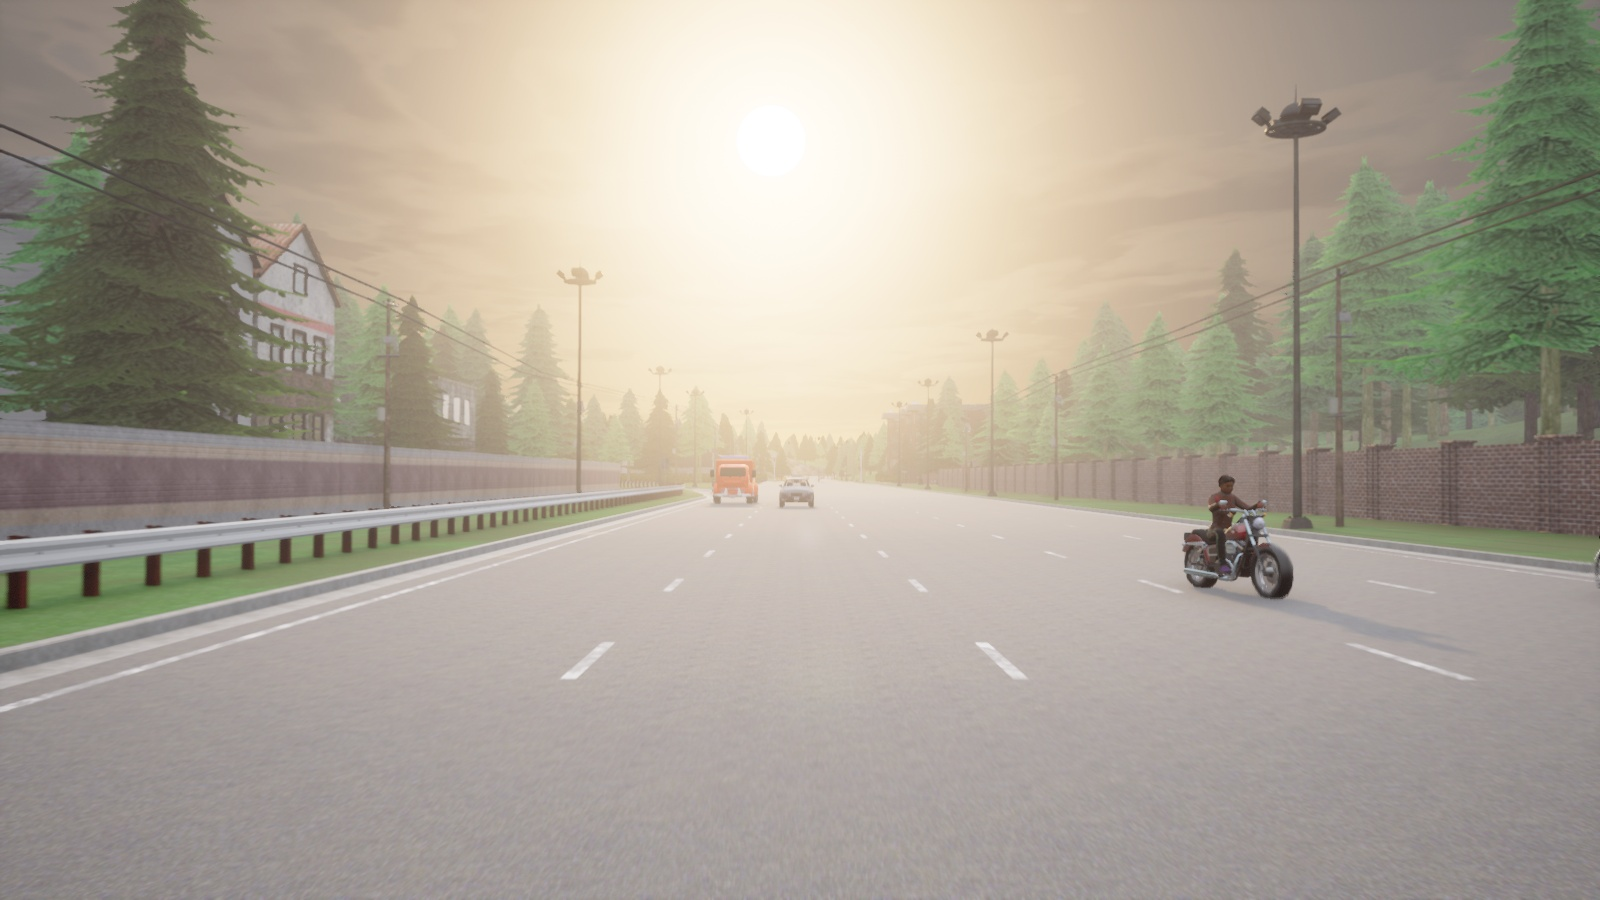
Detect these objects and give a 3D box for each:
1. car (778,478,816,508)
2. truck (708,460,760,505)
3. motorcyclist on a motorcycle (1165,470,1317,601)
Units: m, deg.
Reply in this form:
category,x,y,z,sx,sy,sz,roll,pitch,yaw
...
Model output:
category,x,y,z,sx,sy,sz,roll,pitch,yaw
car,-0.158,2.148,63.150,1.816,1.474,4.193,0,-1,0
truck,-3.680,1.831,71.070,2.627,2.467,5.204,0,-2,0
motorcyclist on a motorcycle,5.931,1.103,17.078,0.766,1.649,2.350,0,-1,-14
